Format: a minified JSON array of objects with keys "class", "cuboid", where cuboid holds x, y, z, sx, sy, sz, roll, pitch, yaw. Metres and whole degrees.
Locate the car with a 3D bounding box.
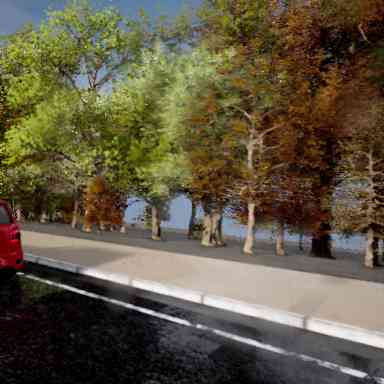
[{"class":"car","cuboid":[-6.428,1.125,8.269,5.566,2.045,2.150,1,0,35]}]
